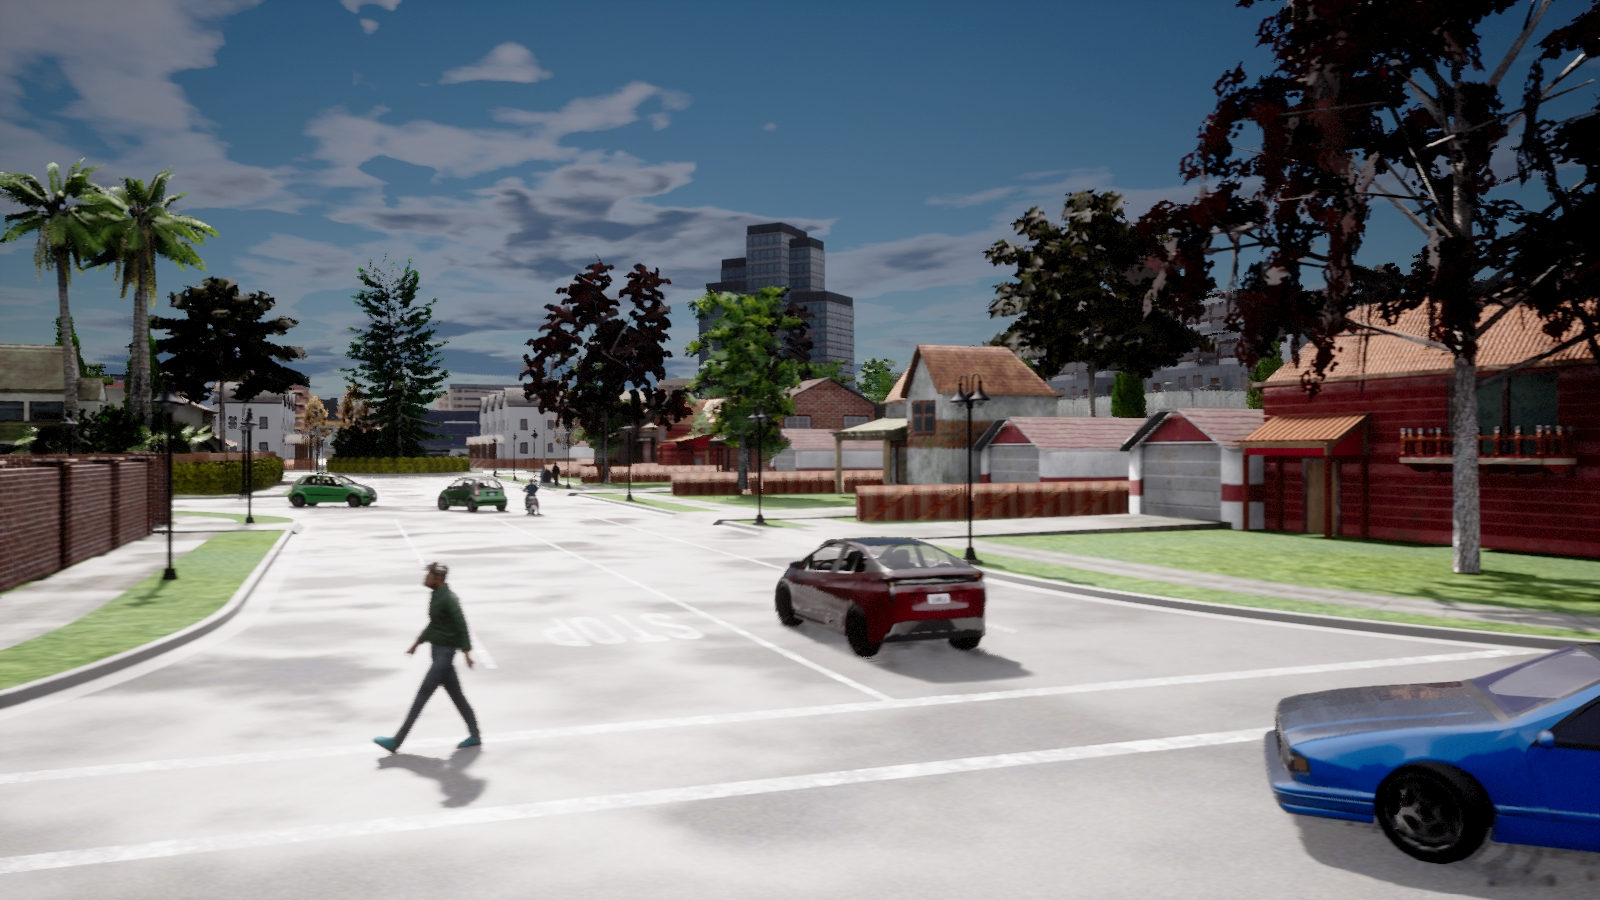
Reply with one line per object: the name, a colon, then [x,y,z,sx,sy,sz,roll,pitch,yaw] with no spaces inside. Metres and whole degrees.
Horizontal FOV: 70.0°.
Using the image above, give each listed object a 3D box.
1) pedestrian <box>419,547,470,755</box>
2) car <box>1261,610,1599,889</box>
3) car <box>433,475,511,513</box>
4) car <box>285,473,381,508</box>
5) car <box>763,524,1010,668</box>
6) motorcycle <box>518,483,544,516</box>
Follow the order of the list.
pedestrian: [-3.325,1.856,10.680,0.375,1.860,0.375,0,0,-32]
car: [6.130,2.084,7.963,5.357,1.411,2.033,0,0,20]
car: [-15.447,2.037,53.697,1.851,1.617,3.988,0,0,-45]
car: [-22.998,1.983,56.367,3.988,1.617,1.851,0,0,0]
car: [1.108,2.047,17.207,2.007,1.525,4.514,0,0,-20]
motorcycle: [-11.819,2.160,50.205,0.856,1.341,1.805,0,0,-22]
